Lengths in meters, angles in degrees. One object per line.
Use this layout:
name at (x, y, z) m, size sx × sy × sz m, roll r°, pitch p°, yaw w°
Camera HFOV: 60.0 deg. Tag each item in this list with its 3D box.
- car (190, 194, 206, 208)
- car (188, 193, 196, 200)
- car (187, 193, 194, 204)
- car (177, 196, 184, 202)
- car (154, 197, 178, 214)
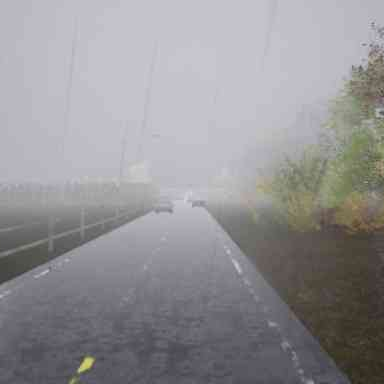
car at (0.966, 1.470, 47.014) m, size 1.882 × 1.535 × 5.008 m, roll 0°, pitch 0°, yaw 0°
car at (0.006, 1.125, 88.247) m, size 2.097 × 1.767 × 4.553 m, roll 0°, pitch 0°, yaw 0°
car at (0.004, 1.514, 65.249) m, size 2.033 × 1.411 × 5.357 m, roll 0°, pitch 0°, yaw 0°
car at (-2.744, 1.474, 75.567) m, size 1.895 × 1.301 × 4.718 m, roll 0°, pitch 0°, yaw 0°
car at (-2.839, 1.507, 35.042) m, size 1.837 × 1.490 × 4.892 m, roll 0°, pitch 0°, yaw 0°
